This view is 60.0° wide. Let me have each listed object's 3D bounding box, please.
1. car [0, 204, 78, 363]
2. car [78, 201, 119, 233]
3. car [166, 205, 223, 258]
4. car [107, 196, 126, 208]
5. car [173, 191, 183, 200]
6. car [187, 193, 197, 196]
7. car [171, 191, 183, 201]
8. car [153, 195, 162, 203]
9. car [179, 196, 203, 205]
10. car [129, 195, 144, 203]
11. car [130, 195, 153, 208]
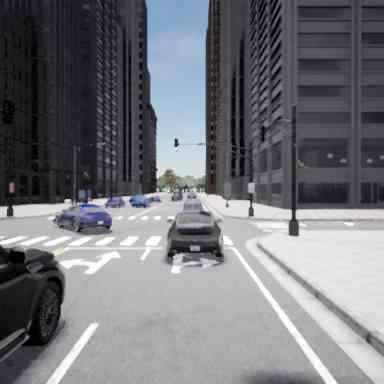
[{"bbox_3d":[-3.145,1.203,3.104,2.150,2.045,5.566,0,0,0],"label":"car"},{"bbox_3d":[-6.293,1.419,19.129,1.812,1.442,4.674,1,0,-41],"label":"car"},{"bbox_3d":[0.095,1.436,12.404,1.837,1.490,4.892,0,0,0],"label":"car"},{"bbox_3d":[-9.841,1.284,42.997,1.812,1.442,4.674,0,1,0],"label":"car"},{"bbox_3d":[-3.271,0.762,78.154,2.150,2.045,5.566,0,0,0],"label":"car"},{"bbox_3d":[-0.019,0.974,68.242,2.097,1.767,4.553,0,0,0],"label":"car"},{"bbox_3d":[-3.268,1.122,67.890,2.128,1.511,4.902,0,0,0],"label":"car"},{"bbox_3d":[-6.554,1.232,59.397,1.994,1.385,4.181,0,0,1],"label":"car"},{"bbox_3d":[0.092,1.364,32.740,2.033,1.411,5.357,0,0,0],"label":"car"},{"bbox_3d":[-9.801,1.271,59.126,1.895,1.301,4.718,0,0,1],"label":"car"},{"bbox_3d":[-6.594,1.236,43.025,1.882,1.535,5.008,0,1,0],"label":"car"}]
